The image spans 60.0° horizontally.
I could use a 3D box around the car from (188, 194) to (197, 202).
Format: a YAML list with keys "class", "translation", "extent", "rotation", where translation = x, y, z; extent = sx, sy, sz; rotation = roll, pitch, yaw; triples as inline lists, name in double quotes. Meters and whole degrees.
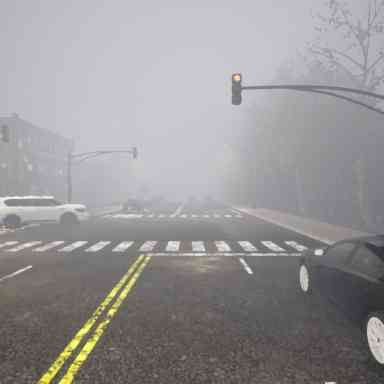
- class: "car"
  translation: [0.043, 1.324, 79.136]
  extent: [2.097, 1.767, 4.553]
  rotation: [0, 0, 0]

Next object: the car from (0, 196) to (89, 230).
- class: "car"
  translation: [-9.611, 1.254, 21.519]
  extent: [5.566, 2.045, 2.150]
  rotation: [-2, 1, -10]

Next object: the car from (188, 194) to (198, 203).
- class: "car"
  translation: [0.136, 1.523, 68.059]
  extent: [2.033, 1.411, 5.357]
  rotation: [0, 0, 1]

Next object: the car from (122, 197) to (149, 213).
- class: "car"
  translation: [-6.571, 1.481, 37.630]
  extent: [2.128, 1.511, 4.902]
  rotation: [0, 0, 0]

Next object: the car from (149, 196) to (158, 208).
- class: "car"
  translation: [-6.564, 1.476, 47.088]
  extent: [2.128, 1.511, 4.902]
  rotation: [0, 0, 0]

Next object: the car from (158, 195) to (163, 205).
- class: "car"
  translation: [-6.552, 1.458, 57.321]
  extent: [1.882, 1.535, 5.008]
  rotation: [0, 0, 1]

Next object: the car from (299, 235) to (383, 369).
- class: "car"
  translation: [3.345, 1.477, 5.677]
  extent: [1.882, 1.535, 5.008]
  rotation: [0, 0, 1]

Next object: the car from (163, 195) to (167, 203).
- class: "car"
  translation: [-6.464, 1.327, 69.187]
  extent: [2.097, 1.767, 4.553]
  rotation: [0, 0, 0]

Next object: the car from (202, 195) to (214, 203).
- class: "car"
  translation: [3.388, 1.478, 67.823]
  extent: [1.837, 1.490, 4.892]
  rotation: [0, 0, 0]

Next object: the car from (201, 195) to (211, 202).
- class: "car"
  translation: [3.291, 1.494, 79.192]
  extent: [2.128, 1.511, 4.902]
  rotation: [0, 0, 0]
